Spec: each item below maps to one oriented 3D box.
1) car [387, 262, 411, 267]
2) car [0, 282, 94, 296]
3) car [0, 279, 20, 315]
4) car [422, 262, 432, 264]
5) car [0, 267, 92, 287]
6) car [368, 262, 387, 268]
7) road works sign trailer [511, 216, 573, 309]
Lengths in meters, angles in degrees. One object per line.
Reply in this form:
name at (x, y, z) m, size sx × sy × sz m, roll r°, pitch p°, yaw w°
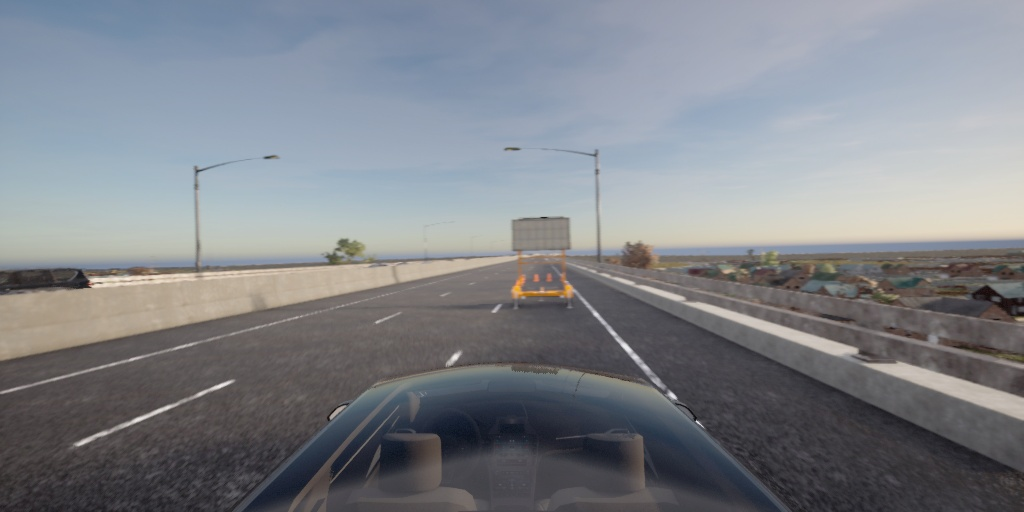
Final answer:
car at (-16.467, 1.699, 54.565) m, size 2.033 × 1.411 × 5.357 m, roll -2°, pitch 0°, yaw 5°
car at (-16.627, 1.789, 12.094) m, size 1.895 × 1.301 × 4.718 m, roll -2°, pitch 0°, yaw 5°
car at (-23.497, 1.848, 13.854) m, size 1.882 × 1.535 × 5.008 m, roll -2°, pitch 0°, yaw 5°
car at (-12.979, 1.583, 54.336) m, size 1.812 × 1.442 × 4.674 m, roll -2°, pitch 0°, yaw 5°
car at (-20.001, 1.498, 13.787) m, size 2.150 × 2.045 × 5.566 m, roll -2°, pitch 0°, yaw 5°
car at (-20.019, 1.734, 54.276) m, size 2.128 × 1.511 × 4.902 m, roll -2°, pitch 0°, yaw 5°
road works sign trailer at (1.274, 0.173, 14.846) m, size 2.380 × 3.560 × 2.880 m, roll 0°, pitch 0°, yaw 5°
